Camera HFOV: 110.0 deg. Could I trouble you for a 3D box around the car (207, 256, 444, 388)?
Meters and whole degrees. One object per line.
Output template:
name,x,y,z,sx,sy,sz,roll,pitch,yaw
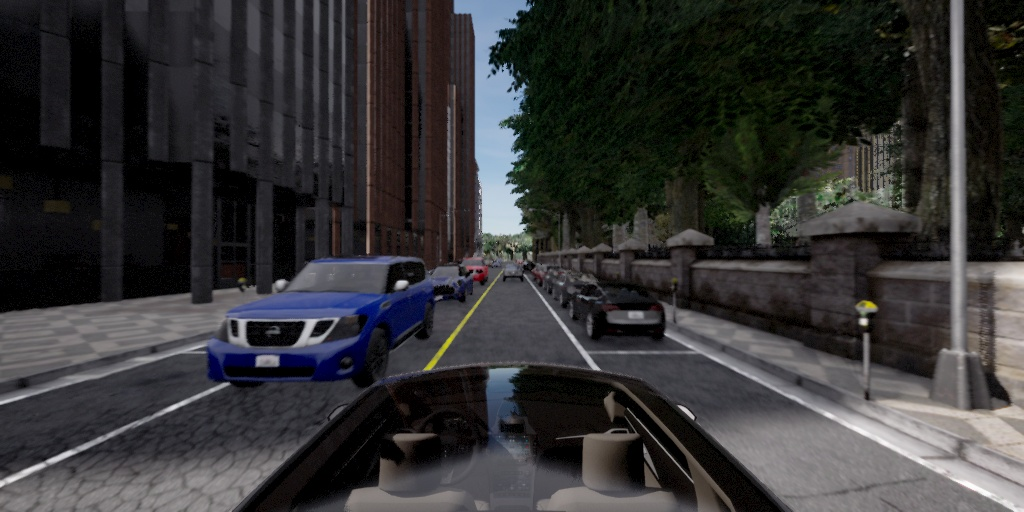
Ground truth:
car,-3.097,1.004,7.338,2.150,2.045,5.566,0,0,0

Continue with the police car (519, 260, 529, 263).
police car,2.368,1.451,49.925,1.930,1.638,5.238,0,0,0

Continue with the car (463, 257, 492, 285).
car,-3.053,1.121,28.027,2.150,2.045,5.566,0,0,0

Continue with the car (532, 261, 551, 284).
car,2.763,1.330,26.437,1.967,1.591,4.097,0,0,0

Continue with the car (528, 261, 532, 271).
car,2.764,1.361,31.894,1.967,1.591,4.097,0,0,0

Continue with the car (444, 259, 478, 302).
car,-3.091,1.192,17.520,2.097,1.767,4.553,0,0,0

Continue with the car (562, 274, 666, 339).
car,2.763,1.363,10.068,1.948,1.339,4.313,0,0,0

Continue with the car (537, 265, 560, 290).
car,2.763,1.410,20.981,2.007,1.370,4.403,0,0,0

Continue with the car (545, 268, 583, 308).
car,2.763,1.379,15.524,2.007,1.370,4.403,0,0,0

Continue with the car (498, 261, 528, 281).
car,0.096,1.472,32.394,2.033,1.411,5.357,0,0,0
